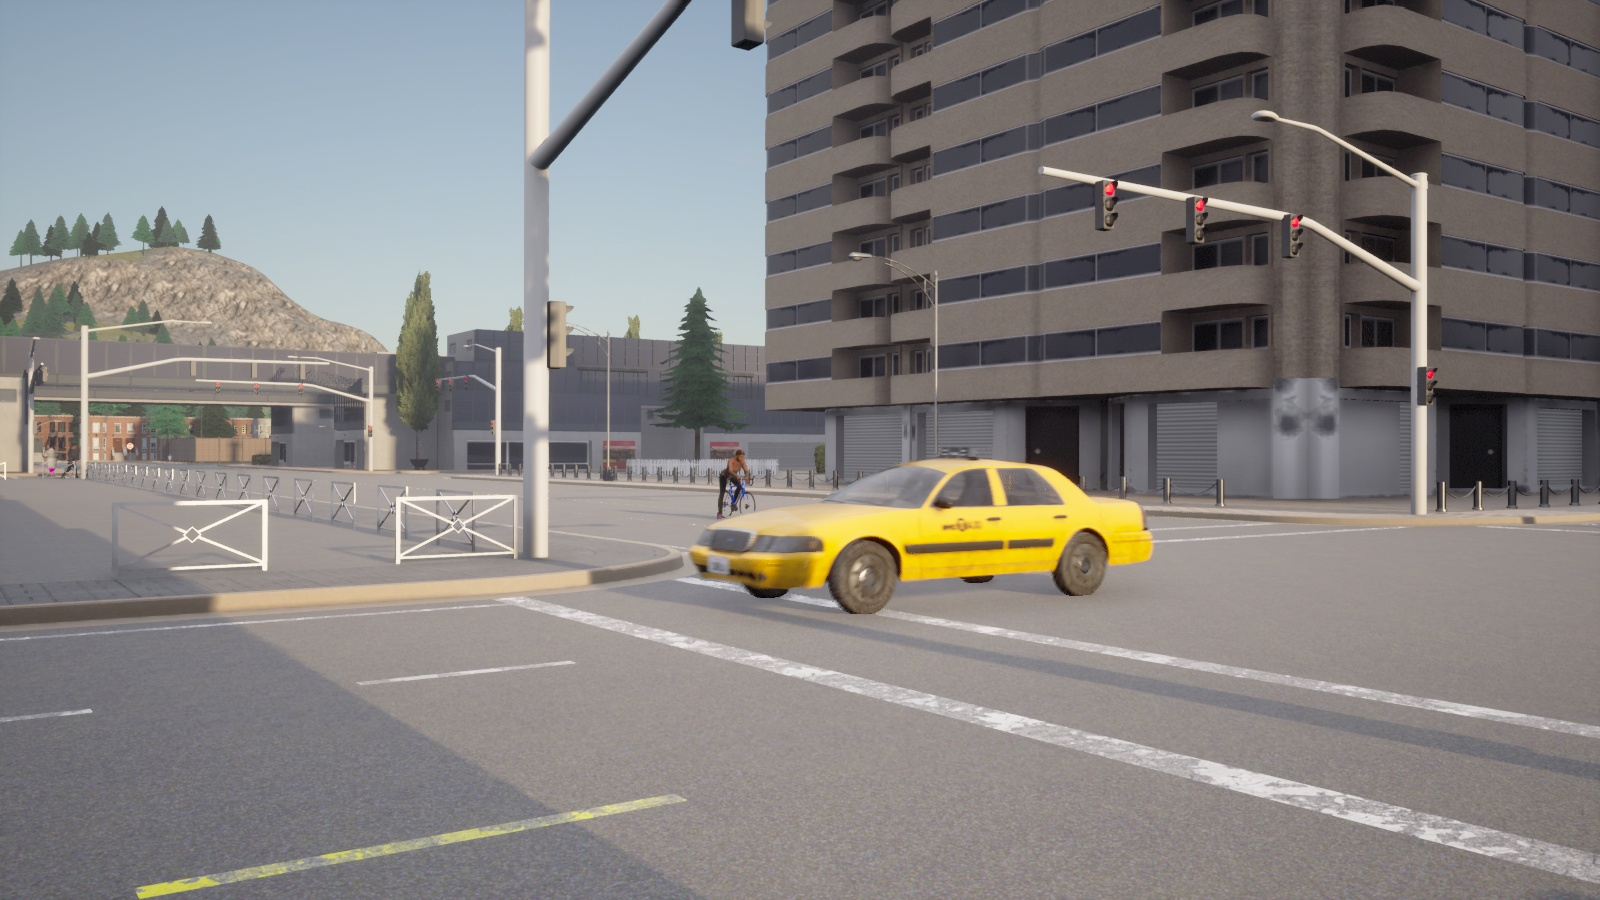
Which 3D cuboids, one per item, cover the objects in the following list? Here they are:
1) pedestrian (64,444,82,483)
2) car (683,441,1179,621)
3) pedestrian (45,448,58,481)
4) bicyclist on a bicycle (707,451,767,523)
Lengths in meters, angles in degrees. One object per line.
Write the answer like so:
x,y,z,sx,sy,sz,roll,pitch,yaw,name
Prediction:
-37.147,0.695,64.182,0.788,1.949,0.423,0,0,-28,pedestrian
1.547,0.729,13.300,5.366,1.575,1.801,0,0,-35,car
-43.836,0.855,73.562,0.659,1.952,0.873,0,0,-30,pedestrian
-1.467,0.827,28.998,0.582,1.620,1.656,0,0,-35,bicyclist on a bicycle
